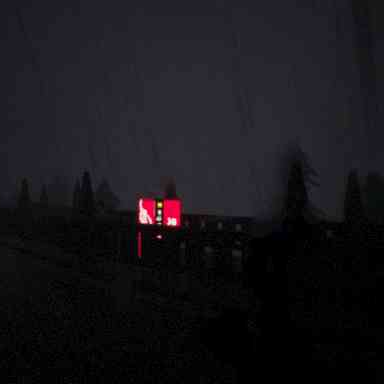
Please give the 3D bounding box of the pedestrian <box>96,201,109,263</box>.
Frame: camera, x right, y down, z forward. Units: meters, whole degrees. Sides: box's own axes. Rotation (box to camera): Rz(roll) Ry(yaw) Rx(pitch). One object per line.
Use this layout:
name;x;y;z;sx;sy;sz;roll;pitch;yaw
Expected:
pedestrian;-2.683;1.141;9.854;0.375;1.860;0.375;0;0;41

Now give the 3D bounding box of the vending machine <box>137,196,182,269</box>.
vending machine;-1.009;1.195;10.380;0.880;2.100;1.100;0;0;41
